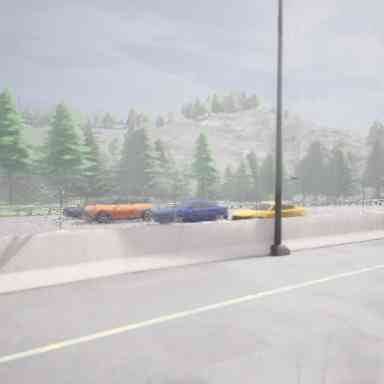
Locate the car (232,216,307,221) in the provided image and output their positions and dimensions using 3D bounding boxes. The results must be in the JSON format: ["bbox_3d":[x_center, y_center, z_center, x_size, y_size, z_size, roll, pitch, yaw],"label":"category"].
[{"bbox_3d":[4.608,1.299,19.518,5.008,1.535,1.882,0,1,-31],"label":"car"}]

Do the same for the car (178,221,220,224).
[{"bbox_3d":[0.010,1.249,20.765,5.008,1.535,1.882,0,0,-32],"label":"car"}]
